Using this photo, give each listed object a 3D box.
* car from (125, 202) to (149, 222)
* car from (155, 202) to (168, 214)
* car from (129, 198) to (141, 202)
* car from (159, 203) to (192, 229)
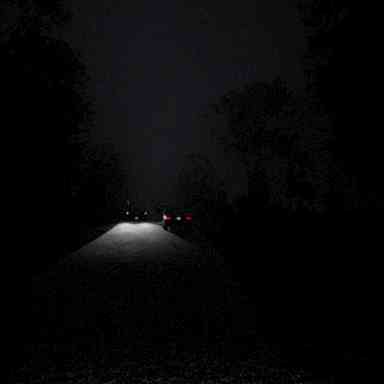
[{"bbox_3d":[-4.641,1.794,28.570,1.895,1.301,4.718,0,-1,-7],"label":"car"},{"bbox_3d":[-3.647,1.966,42.233,1.812,1.442,4.674,1,-1,-9],"label":"car"},{"bbox_3d":[-12.146,2.332,70.306,2.150,2.045,5.566,1,-2,-12],"label":"car"},{"bbox_3d":[-1.043,1.684,22.667,2.033,1.411,5.357,0,-1,-5],"label":"car"}]
